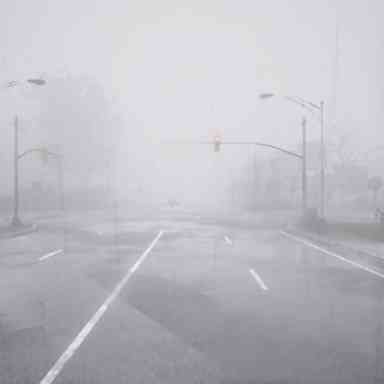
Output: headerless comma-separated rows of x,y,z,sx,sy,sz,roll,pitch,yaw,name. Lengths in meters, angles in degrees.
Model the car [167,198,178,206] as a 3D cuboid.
-3.504,1.784,61.492,2.033,1.411,5.357,0,0,0,car
